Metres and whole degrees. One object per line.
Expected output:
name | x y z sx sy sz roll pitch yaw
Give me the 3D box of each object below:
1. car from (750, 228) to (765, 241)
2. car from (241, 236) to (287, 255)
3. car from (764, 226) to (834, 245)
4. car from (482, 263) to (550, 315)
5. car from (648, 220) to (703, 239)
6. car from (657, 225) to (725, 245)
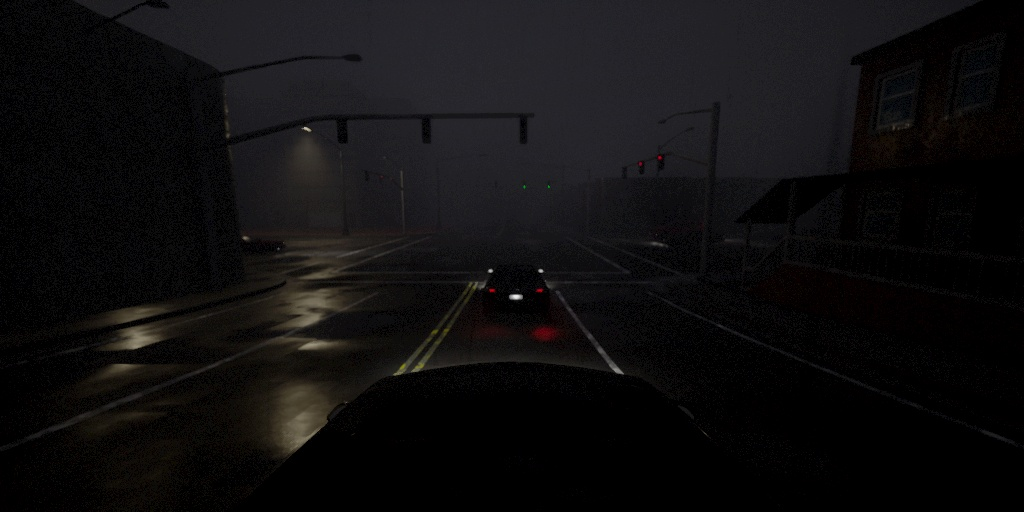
car | 27.038 -2.376 36.842 4.902 1.511 2.128 0 8 0
car | -19.534 -0.834 26.597 4.718 1.301 1.895 0 8 0
car | 26.969 -1.913 33.371 5.008 1.535 1.882 0 8 0
car | 0.124 0.930 11.803 1.994 1.385 4.181 0 5 0
car | 17.009 -2.646 36.881 5.566 2.045 2.150 0 8 0
car | 16.873 -1.849 33.459 5.357 1.411 2.033 0 8 0
